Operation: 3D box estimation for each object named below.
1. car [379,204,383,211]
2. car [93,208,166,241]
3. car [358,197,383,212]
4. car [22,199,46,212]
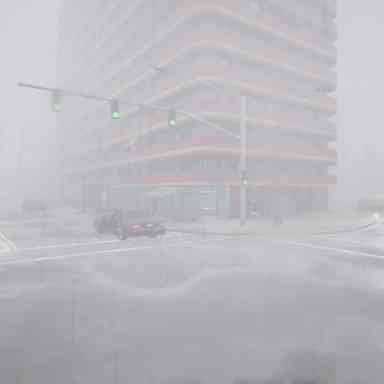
[{"bbox_3d":[12.227,1.477,18.448,2.033,1.411,5.357,0,0,40],"label":"car"},{"bbox_3d":[-3.320,1.534,16.876,2.033,1.411,5.357,0,0,-35],"label":"car"},{"bbox_3d":[20.247,1.379,37.040,1.882,1.535,5.008,0,0,6],"label":"car"},{"bbox_3d":[-18.304,1.508,38.437,1.994,1.385,4.181,0,0,-35],"label":"car"}]
